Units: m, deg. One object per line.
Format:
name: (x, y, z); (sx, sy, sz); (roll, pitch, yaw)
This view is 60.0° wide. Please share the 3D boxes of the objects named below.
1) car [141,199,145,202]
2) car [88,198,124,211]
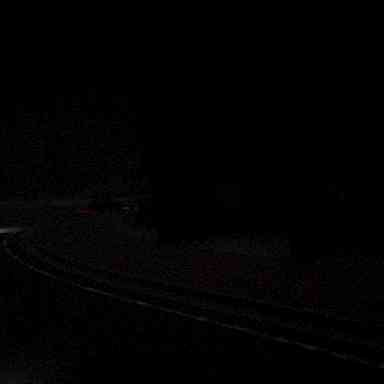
car: (-5.445, 1.478, 49.259); (1.882, 1.535, 5.008); (0, 0, 35)
car: (-10.633, 1.478, 41.387); (1.882, 1.535, 5.008); (0, 0, 31)
